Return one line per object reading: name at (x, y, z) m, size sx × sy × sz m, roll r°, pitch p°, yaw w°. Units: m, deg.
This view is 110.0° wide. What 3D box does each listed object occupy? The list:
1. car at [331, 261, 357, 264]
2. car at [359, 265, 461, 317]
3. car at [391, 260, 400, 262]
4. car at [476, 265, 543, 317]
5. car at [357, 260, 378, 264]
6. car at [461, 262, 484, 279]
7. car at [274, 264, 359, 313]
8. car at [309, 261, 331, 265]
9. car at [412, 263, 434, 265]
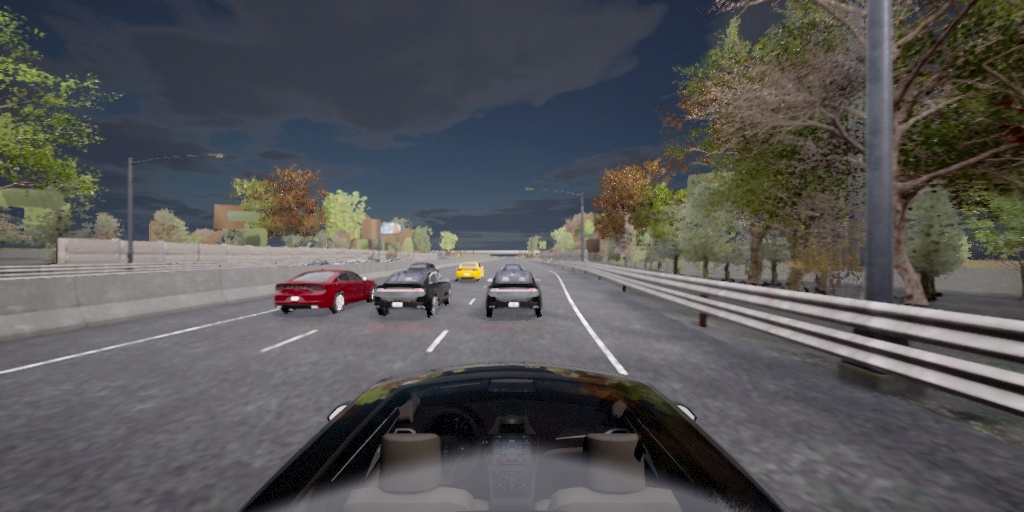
car at (-24.555, 1.397, 53.726) m, size 1.895 × 1.301 × 4.718 m, roll 0°, pitch 0°, yaw 1°
car at (-3.431, 1.246, 13.202) m, size 2.128 × 1.511 × 4.902 m, roll 0°, pitch 0°, yaw 0°
car at (-17.564, 1.361, 54.354) m, size 1.994 × 1.385 × 4.181 m, roll 0°, pitch 0°, yaw 0°
car at (0.069, 1.246, 13.205) m, size 2.128 × 1.511 × 4.902 m, roll 0°, pitch 0°, yaw 0°
car at (-21.060, 1.360, 54.073) m, size 1.994 × 1.385 × 4.181 m, roll 0°, pitch 0°, yaw 0°
car at (-3.428, 1.243, 29.789) m, size 1.882 × 1.535 × 5.008 m, roll 0°, pitch 0°, yaw 0°
car at (-6.928, 1.232, 13.941) m, size 1.882 × 1.535 × 5.008 m, roll 0°, pitch 0°, yaw 0°
car at (-28.058, 1.357, 52.719) m, size 1.994 × 1.385 × 4.181 m, roll 0°, pitch 0°, yaw 0°
car at (-6.932, 1.270, 28.310) m, size 1.837 × 1.490 × 4.892 m, roll 0°, pitch 0°, yaw 0°
